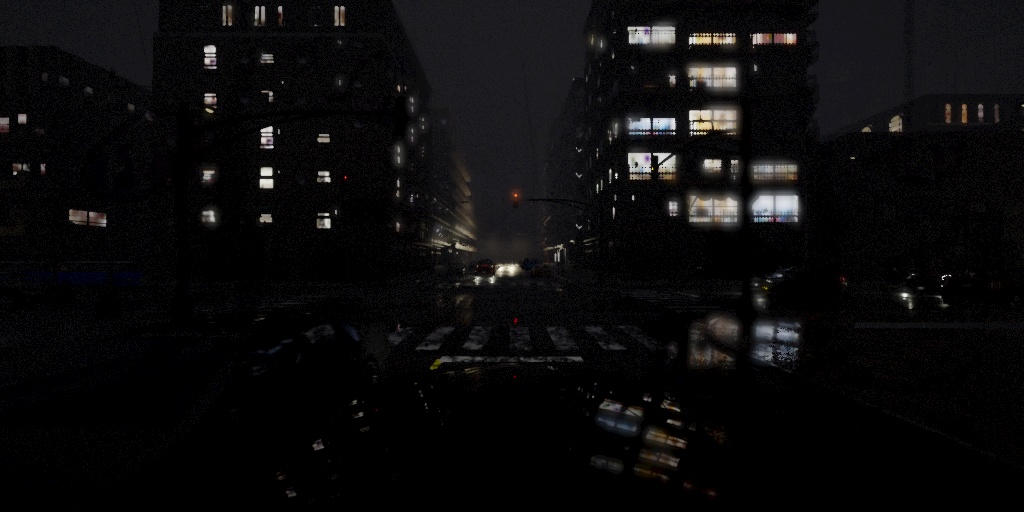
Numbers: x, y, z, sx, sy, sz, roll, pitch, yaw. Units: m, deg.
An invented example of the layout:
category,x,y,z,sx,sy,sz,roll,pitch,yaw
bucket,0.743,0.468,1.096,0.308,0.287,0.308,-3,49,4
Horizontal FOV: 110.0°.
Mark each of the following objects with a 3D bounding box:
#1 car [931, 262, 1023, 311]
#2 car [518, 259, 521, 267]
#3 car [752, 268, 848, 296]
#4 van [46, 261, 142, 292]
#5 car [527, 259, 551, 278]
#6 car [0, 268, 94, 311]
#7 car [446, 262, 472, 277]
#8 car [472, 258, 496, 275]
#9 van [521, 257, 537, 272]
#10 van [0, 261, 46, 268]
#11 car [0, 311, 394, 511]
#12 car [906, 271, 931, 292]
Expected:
category,x,y,z,sx,sy,sz,roll,pitch,yaw
car,18.663,1.102,13.140,4.097,1.591,1.967,0,0,1
car,2.450,1.096,53.054,2.192,1.841,5.009,0,0,0
car,14.689,1.303,18.617,4.181,1.385,1.994,0,-1,1
van,-24.852,1.189,21.600,3.998,1.789,1.690,0,0,1
car,2.624,1.287,33.567,1.751,1.417,4.829,0,0,0
car,-19.364,1.289,13.646,4.403,1.370,2.007,0,0,1
car,-5.521,1.315,36.004,2.007,1.370,4.403,0,0,0
car,-2.833,1.114,38.412,2.097,1.767,4.553,0,0,0
van,2.495,1.116,47.400,1.690,1.789,3.998,0,0,0
van,-30.447,1.200,21.674,3.998,1.789,1.690,0,0,1
car,-2.753,1.298,3.354,2.033,1.411,5.357,0,0,0
car,23.387,1.073,18.503,4.553,1.767,2.097,0,-1,1
